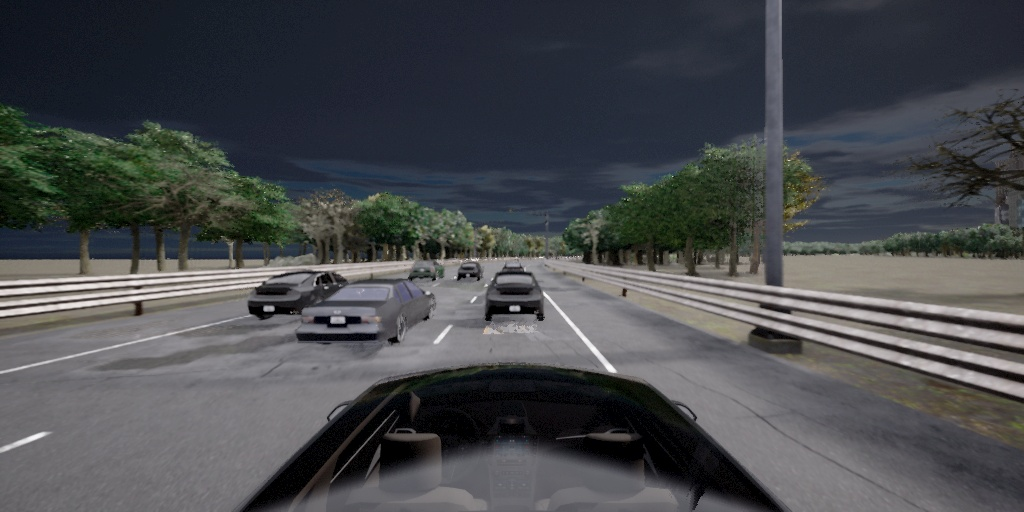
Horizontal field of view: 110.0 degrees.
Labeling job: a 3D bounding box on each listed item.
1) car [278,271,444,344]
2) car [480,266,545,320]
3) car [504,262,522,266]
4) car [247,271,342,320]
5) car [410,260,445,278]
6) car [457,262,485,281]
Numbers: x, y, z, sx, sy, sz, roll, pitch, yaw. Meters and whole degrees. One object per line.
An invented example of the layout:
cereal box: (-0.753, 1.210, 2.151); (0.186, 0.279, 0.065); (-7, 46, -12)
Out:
car: (-3.404, 1.297, 9.515); (2.033, 1.411, 5.357); (0, 0, 0)
car: (0.085, 1.254, 12.652); (1.837, 1.490, 4.892); (0, 0, 0)
car: (0.091, 1.237, 29.904); (2.128, 1.511, 4.902); (0, 0, 0)
car: (-6.905, 1.254, 12.610); (1.837, 1.490, 4.892); (0, 0, 0)
car: (-6.908, 1.097, 29.677); (2.097, 1.767, 4.553); (0, 0, 0)
car: (-3.408, 1.250, 30.061); (1.837, 1.490, 4.892); (0, 0, 0)
